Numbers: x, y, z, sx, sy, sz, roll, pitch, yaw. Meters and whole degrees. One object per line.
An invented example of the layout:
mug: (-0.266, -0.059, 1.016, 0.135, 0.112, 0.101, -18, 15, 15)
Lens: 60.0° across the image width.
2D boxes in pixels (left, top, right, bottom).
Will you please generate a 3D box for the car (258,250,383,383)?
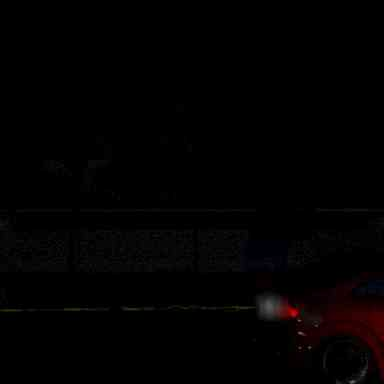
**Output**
car: (3.079, 1.570, 4.699, 4.181, 1.385, 1.994, 0, 0, -2)
